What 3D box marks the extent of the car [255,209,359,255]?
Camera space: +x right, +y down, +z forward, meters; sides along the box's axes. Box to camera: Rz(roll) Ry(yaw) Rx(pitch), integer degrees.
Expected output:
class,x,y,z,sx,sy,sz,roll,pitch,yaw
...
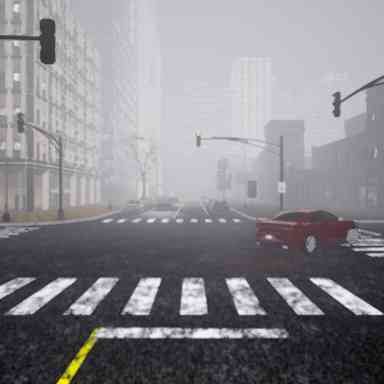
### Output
class,x,y,z,sx,sy,sz,roll,pitch,yaw
car,4.638,1.395,13.124,5.008,1.535,1.882,-1,-1,-38

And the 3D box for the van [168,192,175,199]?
class,x,y,z,sx,sy,sz,roll,pitch,yaw
van,-5.688,0.918,93.461,1.690,1.788,3.998,0,0,0

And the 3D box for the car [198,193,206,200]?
class,x,y,z,sx,sy,sz,roll,pitch,yaw
car,2.692,1.192,76.839,2.008,1.369,4.403,0,0,0

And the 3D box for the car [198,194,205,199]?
class,x,y,z,sx,sy,sz,roll,pitch,yaw
car,2.692,1.142,93.462,1.947,1.339,4.313,0,0,0

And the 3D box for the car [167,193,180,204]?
class,x,y,z,sx,sy,sz,roll,pitch,yaw
car,-3.063,1.293,55.457,1.994,1.385,4.181,0,0,0

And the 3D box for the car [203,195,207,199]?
class,x,y,z,sx,sy,sz,roll,pitch,yaw
car,2.692,1.366,43.595,1.802,1.307,4.206,0,0,0

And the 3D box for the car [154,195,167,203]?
class,x,y,z,sx,sy,sz,roll,pitch,yaw
car,-5.689,1.274,60.217,1.947,1.339,4.313,0,0,0

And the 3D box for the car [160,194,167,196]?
class,x,y,z,sx,sy,sz,roll,pitch,yaw
car,-5.688,1.284,54.676,2.008,1.369,4.403,0,0,0

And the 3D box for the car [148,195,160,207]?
class,x,y,z,sx,sy,sz,roll,pitch,yaw
car,-5.689,1.310,43.424,1.752,1.417,4.829,0,0,0

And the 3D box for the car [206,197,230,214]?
class,x,y,z,sx,sy,sz,roll,pitch,yaw
car,2.692,1.380,32.513,1.887,1.381,4.507,0,0,0

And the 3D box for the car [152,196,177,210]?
class,x,y,z,sx,sy,sz,roll,pitch,yaw
car,-3.094,1.408,38.580,1.895,1.301,4.718,0,0,0

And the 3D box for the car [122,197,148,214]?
class,x,y,z,sx,sy,sz,roll,pitch,yaw
car,-5.690,1.418,32.513,1.802,1.307,4.206,0,0,0
